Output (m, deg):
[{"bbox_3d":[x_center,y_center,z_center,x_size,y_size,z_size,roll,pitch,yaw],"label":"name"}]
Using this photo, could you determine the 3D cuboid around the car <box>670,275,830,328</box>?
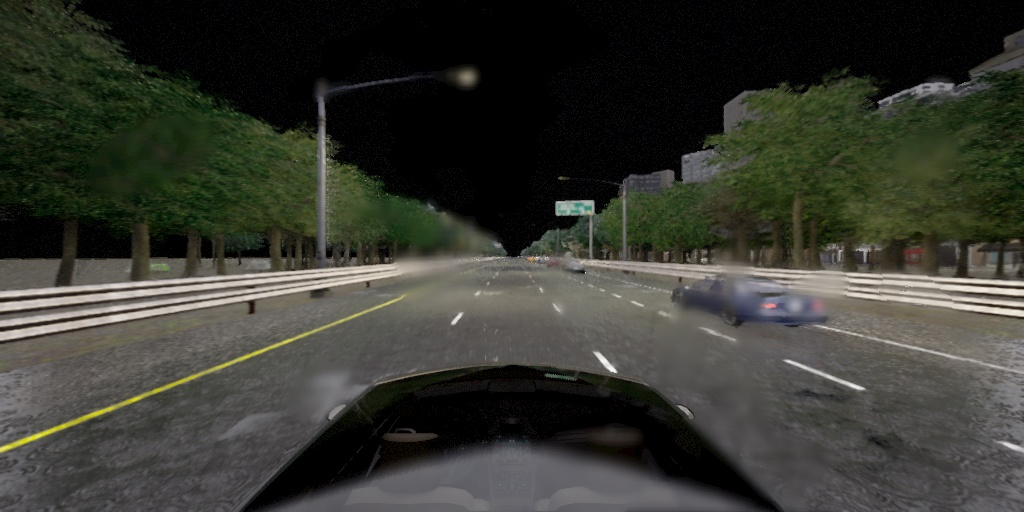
[{"bbox_3d":[7.003,1.302,11.379,2.033,1.411,5.357,0,0,0],"label":"car"}]

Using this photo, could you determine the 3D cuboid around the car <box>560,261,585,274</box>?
[{"bbox_3d":[7.080,1.315,41.245,1.994,1.385,4.181,0,0,0],"label":"car"}]

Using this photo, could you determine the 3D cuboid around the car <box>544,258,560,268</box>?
[{"bbox_3d":[7.178,1.083,61.265,2.097,1.767,4.553,0,0,0],"label":"car"}]
